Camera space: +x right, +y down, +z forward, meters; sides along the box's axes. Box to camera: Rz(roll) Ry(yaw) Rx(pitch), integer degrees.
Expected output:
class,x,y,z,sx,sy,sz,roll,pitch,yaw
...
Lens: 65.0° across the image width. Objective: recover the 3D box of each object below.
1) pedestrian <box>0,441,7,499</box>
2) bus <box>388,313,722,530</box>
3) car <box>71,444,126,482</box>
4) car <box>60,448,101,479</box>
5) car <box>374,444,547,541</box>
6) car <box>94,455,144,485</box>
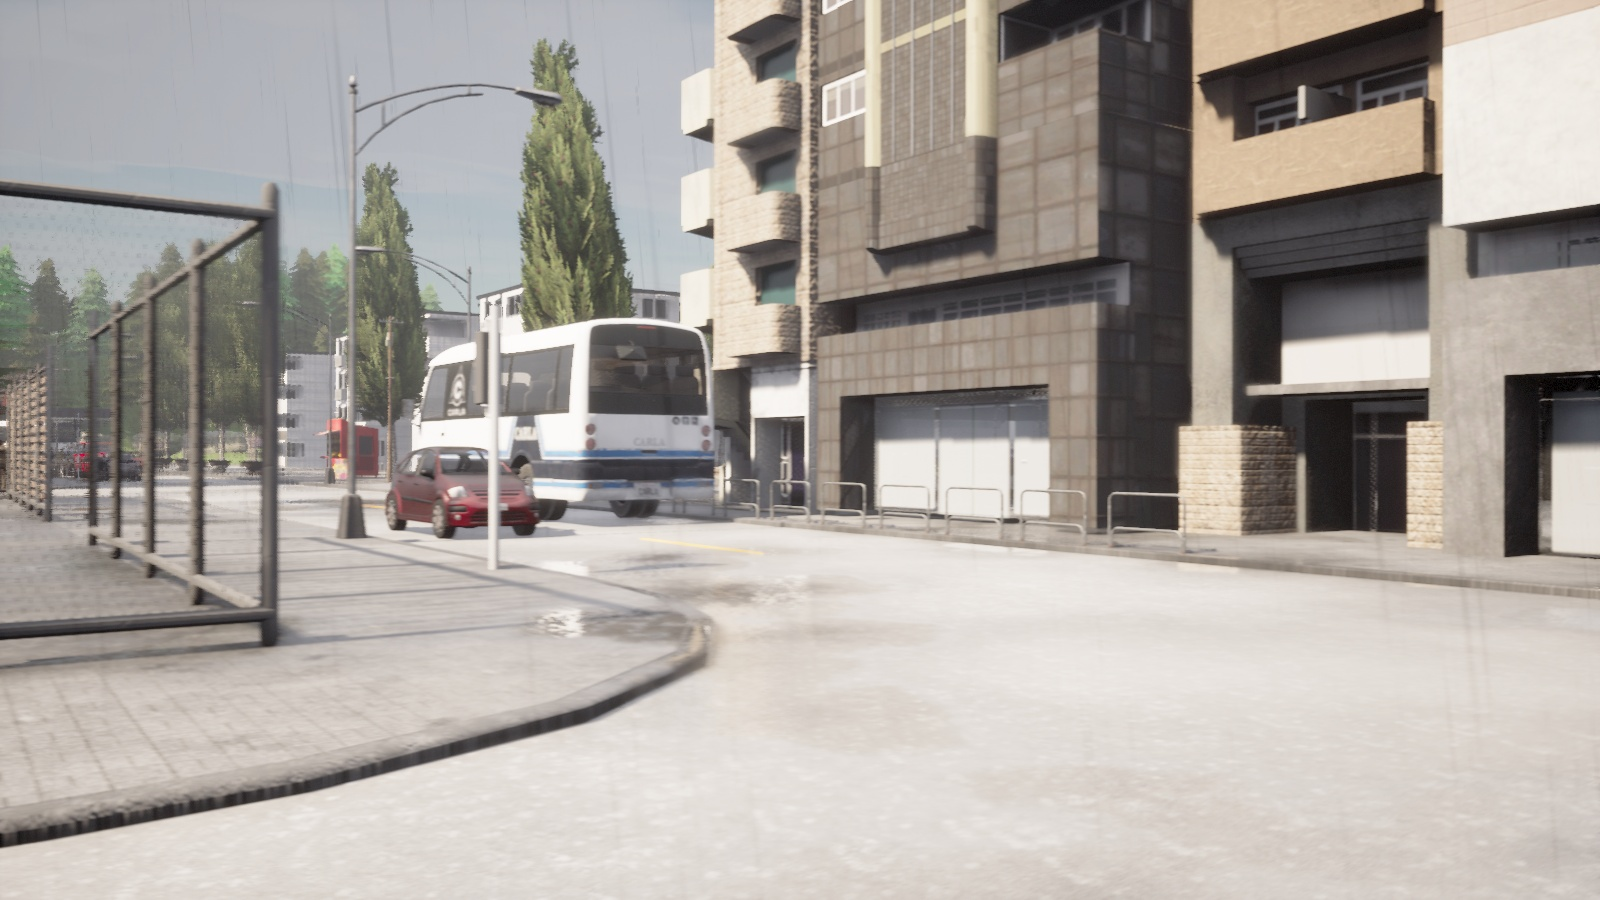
class,x,y,z,sx,sy,sz,roll,pitch,yaw
pedestrian,-27.122,0.669,42.546,0.396,1.930,0.692,0,0,-35
bus,-6.262,-0.544,29.996,3.944,4.253,10.273,0,0,-35
car,-39.612,0.719,70.819,2.150,2.045,5.566,0,0,-35
car,-45.102,0.828,78.727,1.905,1.878,3.866,0,0,-35
car,-6.316,0.713,23.072,1.851,1.617,3.988,0,0,-35
car,-34.340,0.985,63.281,1.845,1.501,3.633,0,0,-34
